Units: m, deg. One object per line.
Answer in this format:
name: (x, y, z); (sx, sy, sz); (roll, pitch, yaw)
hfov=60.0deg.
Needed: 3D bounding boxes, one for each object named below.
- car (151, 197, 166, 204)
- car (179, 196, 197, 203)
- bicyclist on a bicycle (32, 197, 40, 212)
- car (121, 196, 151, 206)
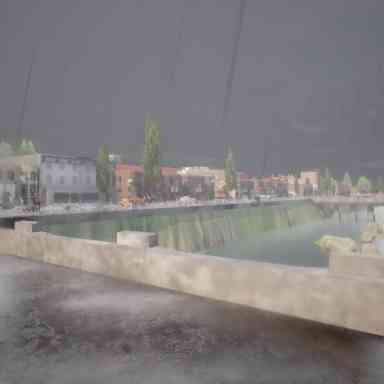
car: (-6.915, 1.600, 65.071); (1.994, 1.385, 4.181); (0, 0, 35)
car: (-0.756, 1.533, 66.822); (1.812, 1.442, 4.674); (0, 0, 35)
bicyclist on a bicycle: (-17.102, 1.347, 36.475); (1.656, 1.620, 0.582); (0, 0, 35)
car: (-9.478, 1.366, 54.581); (2.097, 1.767, 4.553); (0, 0, 35)
